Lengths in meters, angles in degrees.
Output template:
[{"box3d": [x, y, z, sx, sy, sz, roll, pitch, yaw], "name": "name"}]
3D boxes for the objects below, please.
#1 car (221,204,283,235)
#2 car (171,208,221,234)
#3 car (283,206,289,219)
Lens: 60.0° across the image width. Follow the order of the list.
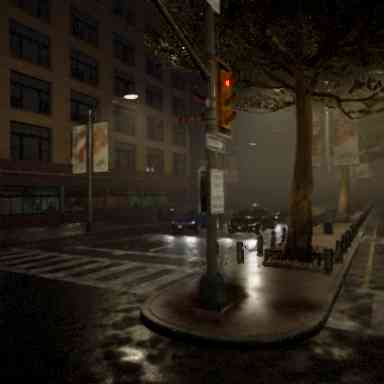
[{"box3d": [3.772, 1.689, 20.074, 1.837, 1.490, 4.892, -1, -1, 30], "name": "car"}, {"box3d": [0.494, 1.765, 21.402, 1.812, 1.442, 4.674, -1, -1, 31], "name": "car"}, {"box3d": [8.773, 1.822, 28.772, 1.895, 1.301, 4.718, -1, -1, 30], "name": "car"}]
